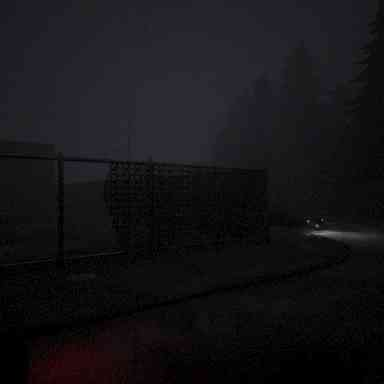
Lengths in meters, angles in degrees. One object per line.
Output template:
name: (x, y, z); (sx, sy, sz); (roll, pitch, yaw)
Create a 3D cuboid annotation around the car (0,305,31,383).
car: (-3.569, 1.526, 1.992); (4.674, 1.442, 1.812); (0, 0, -35)

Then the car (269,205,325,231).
car: (5.619, 1.547, 21.187); (2.033, 1.411, 5.357); (0, 0, -36)
